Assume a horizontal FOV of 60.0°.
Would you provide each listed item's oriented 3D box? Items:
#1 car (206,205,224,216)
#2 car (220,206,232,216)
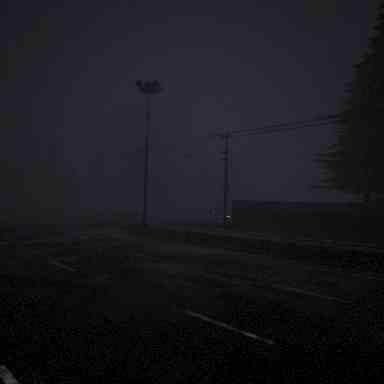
[{"bbox_3d":[5.343,3.675,66.689,5.566,2.045,2.150,3,-2,-44],"label":"car"},{"bbox_3d":[8.113,4.020,64.536,4.181,1.385,1.994,3,-3,-43],"label":"car"}]
